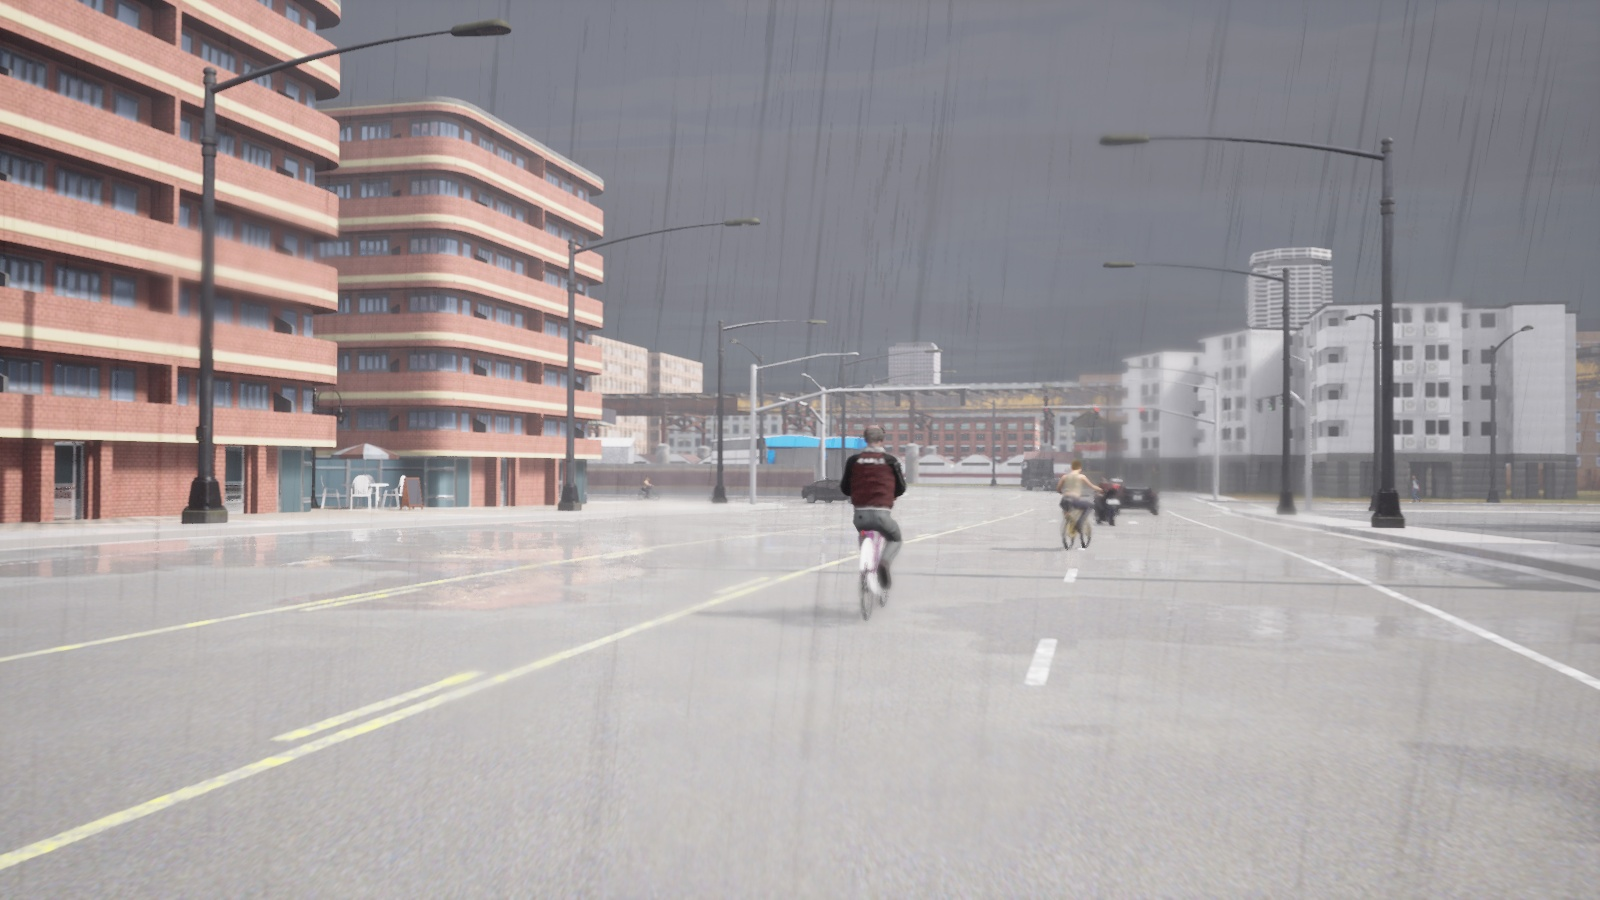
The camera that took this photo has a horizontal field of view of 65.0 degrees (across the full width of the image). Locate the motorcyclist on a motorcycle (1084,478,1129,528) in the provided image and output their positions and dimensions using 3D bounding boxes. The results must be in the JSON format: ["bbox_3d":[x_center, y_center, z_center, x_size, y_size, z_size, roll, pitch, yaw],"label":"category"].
[{"bbox_3d":[9.621,1.665,39.511,0.866,1.530,2.191,1,-2,0],"label":"motorcyclist on a motorcycle"}]

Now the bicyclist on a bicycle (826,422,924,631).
[{"bbox_3d":[0.733,0.658,11.675,0.659,1.776,1.843,0,0,11],"label":"bicyclist on a bicycle"}]

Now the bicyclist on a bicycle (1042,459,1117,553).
[{"bbox_3d":[4.978,0.977,22.290,0.866,1.612,1.509,0,-2,30],"label":"bicyclist on a bicycle"}]

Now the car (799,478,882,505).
[{"bbox_3d":[2.463,2.528,77.280,5.008,1.535,1.882,-1,-2,40],"label":"car"}]

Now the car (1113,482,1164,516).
[{"bbox_3d":[15.731,2.265,58.602,2.163,1.488,4.792,0,-2,13],"label":"car"}]
